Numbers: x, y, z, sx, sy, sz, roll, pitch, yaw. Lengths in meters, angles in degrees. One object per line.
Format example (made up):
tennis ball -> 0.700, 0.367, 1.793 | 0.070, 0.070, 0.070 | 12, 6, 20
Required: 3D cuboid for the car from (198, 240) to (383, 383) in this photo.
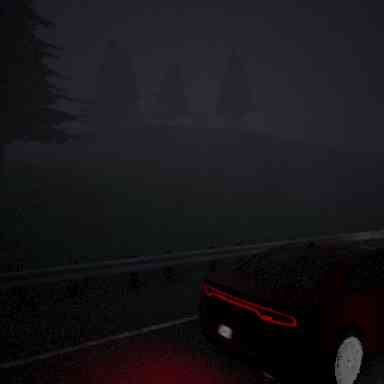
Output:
car -> 2.434, 1.523, 5.348 | 5.008, 1.535, 1.882 | 1, 0, -34
